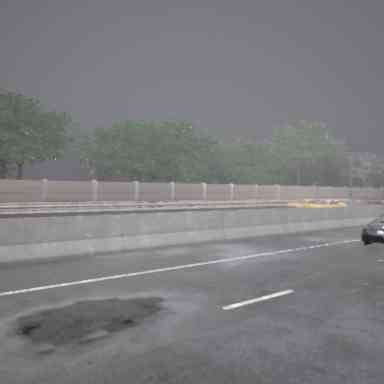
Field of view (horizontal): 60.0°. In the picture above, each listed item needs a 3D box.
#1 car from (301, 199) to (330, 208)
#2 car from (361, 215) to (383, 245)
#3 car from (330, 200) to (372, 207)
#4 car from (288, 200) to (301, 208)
[{"bbox_3d":[14.362,1.610,35.721,5.008,1.535,1.882,0,0,-35],"label":"car"},{"bbox_3d":[9.350,1.631,14.712,4.181,1.385,1.994,0,0,-35],"label":"car"},{"bbox_3d":[16.061,1.609,32.635,5.008,1.535,1.882,0,0,-35],"label":"car"},{"bbox_3d":[13.455,1.616,39.370,5.008,1.535,1.882,0,0,-35],"label":"car"}]
